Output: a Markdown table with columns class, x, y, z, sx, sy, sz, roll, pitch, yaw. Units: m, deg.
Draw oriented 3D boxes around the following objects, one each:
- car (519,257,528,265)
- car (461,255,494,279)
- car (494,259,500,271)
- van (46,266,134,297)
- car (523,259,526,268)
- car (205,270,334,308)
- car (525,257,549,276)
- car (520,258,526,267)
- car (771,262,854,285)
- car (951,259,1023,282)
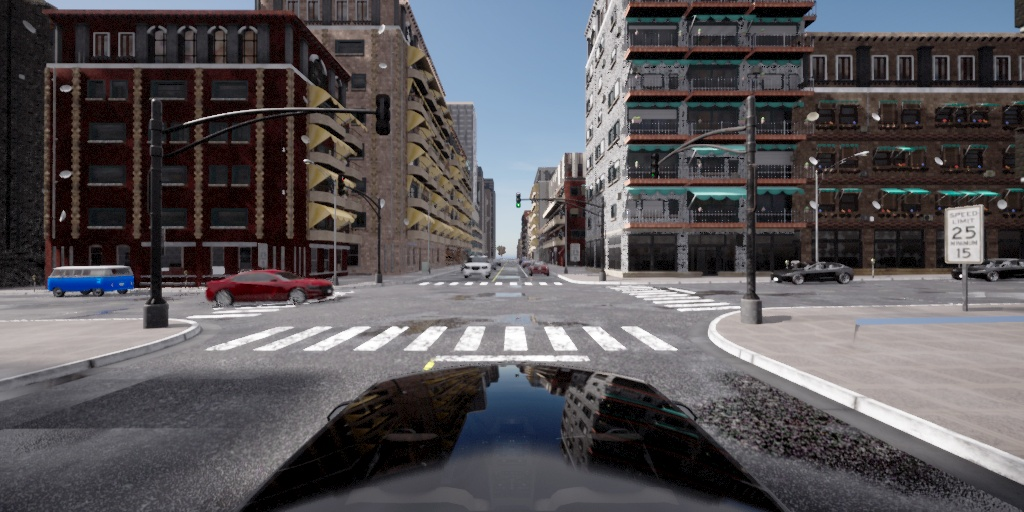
| class | x | y | z | sx | sy | sz | roll | pitch | yaw |
| --- | --- | --- | --- | --- | --- | --- | --- | --- | --- |
| car | 2.658 | 1.347 | 63.969 | 1.802 | 1.307 | 4.207 | 0 | 0 | 0 |
| car | -3.115 | 0.971 | 33.192 | 2.150 | 2.045 | 5.566 | 0 | 1 | 0 |
| car | -3.115 | 1.251 | 49.090 | 2.128 | 1.511 | 4.902 | 0 | 0 | 0 |
| van | -25.379 | 1.499 | 21.638 | 3.998 | 1.789 | 1.690 | 0 | 0 | 0 |
| car | 2.669 | 1.307 | 41.832 | 2.007 | 1.370 | 4.403 | 0 | 0 | 0 |
| car | -10.611 | 1.360 | 15.894 | 5.008 | 1.535 | 1.882 | -2 | 0 | 0 |
| car | 2.672 | 1.195 | 36.298 | 1.967 | 1.591 | 4.097 | 0 | 0 | 0 |
| car | 2.660 | 1.345 | 58.435 | 1.802 | 1.307 | 4.207 | 0 | 0 | 0 |
| car | 18.258 | 1.013 | 21.867 | 4.313 | 1.339 | 1.948 | 0 | 0 | 0 |
| car | 29.584 | 0.830 | 21.801 | 4.313 | 1.339 | 1.948 | 0 | 0 | 0 |
